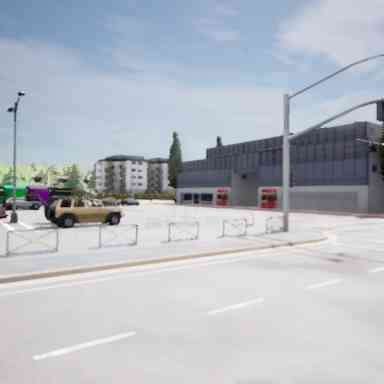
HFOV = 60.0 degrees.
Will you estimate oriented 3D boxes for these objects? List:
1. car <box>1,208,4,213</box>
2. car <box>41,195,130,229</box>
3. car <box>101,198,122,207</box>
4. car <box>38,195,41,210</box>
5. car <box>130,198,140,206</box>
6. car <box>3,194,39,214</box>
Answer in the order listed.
[{"bbox_3d":[-21.256,1.461,41.483,3.806,1.475,1.970,1,0,-35],"label":"car"},{"bbox_3d":[-6.582,1.217,20.734,4.605,1.855,1.932,1,0,-35],"label":"car"},{"bbox_3d":[-13.922,1.726,57.269,1.837,1.490,4.892,1,-1,-34],"label":"car"},{"bbox_3d":[-8.211,1.221,23.127,3.866,1.878,1.905,1,0,-35],"label":"car"},{"bbox_3d":[-11.161,1.793,59.442,2.033,1.411,5.357,1,0,-34],"label":"car"},{"bbox_3d":[-19.589,1.221,39.116,3.866,1.878,1.905,1,0,-35],"label":"car"}]
